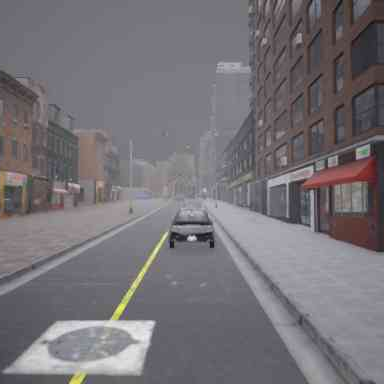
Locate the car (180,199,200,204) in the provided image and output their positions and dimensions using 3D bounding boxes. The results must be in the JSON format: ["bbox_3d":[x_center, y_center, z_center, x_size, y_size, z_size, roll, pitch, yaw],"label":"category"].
[{"bbox_3d":[0.000,1.590,29.703,1.895,1.301,4.718,0,0,0],"label":"car"}]

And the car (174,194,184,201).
[{"bbox_3d":[-2.751,1.153,73.845,2.097,1.767,4.553,0,0,0],"label":"car"}]

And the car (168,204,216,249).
[{"bbox_3d":[0.000,1.500,14.662,2.128,1.511,4.902,0,0,0],"label":"car"}]

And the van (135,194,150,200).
[{"bbox_3d":[-12.926,1.345,87.157,3.998,1.788,1.690,0,-2,0],"label":"van"}]
